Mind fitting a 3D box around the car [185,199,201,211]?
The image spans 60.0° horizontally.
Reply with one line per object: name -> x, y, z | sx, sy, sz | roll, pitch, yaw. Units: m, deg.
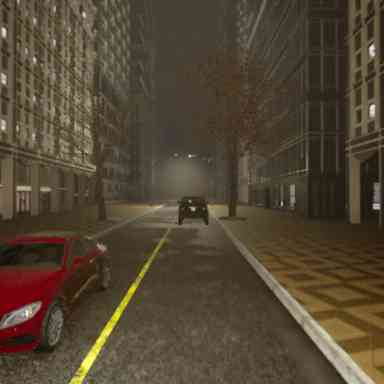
car -> 0.099, 1.611, 43.016 | 1.994, 1.385, 4.181 | 0, 0, 0

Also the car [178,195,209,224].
car -> 0.098, 1.249, 24.894 | 2.150, 2.045, 5.566 | 0, 0, 0

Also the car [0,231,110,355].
car -> -2.843, 1.532, 6.289 | 1.812, 1.442, 4.674 | 0, 0, 0
